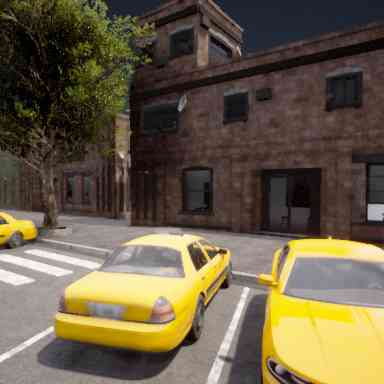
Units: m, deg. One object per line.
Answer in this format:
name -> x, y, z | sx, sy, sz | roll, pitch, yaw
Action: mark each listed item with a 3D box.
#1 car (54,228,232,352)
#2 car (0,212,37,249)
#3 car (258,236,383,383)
car -> -0.372, 1.473, 6.581 | 1.946, 1.575, 5.366 | 1, 0, 16
car -> -7.805, 1.358, 11.463 | 1.946, 1.575, 5.366 | 1, 0, 16
car -> 2.036, 1.482, 4.674 | 2.097, 1.535, 5.008 | 1, 0, 15
